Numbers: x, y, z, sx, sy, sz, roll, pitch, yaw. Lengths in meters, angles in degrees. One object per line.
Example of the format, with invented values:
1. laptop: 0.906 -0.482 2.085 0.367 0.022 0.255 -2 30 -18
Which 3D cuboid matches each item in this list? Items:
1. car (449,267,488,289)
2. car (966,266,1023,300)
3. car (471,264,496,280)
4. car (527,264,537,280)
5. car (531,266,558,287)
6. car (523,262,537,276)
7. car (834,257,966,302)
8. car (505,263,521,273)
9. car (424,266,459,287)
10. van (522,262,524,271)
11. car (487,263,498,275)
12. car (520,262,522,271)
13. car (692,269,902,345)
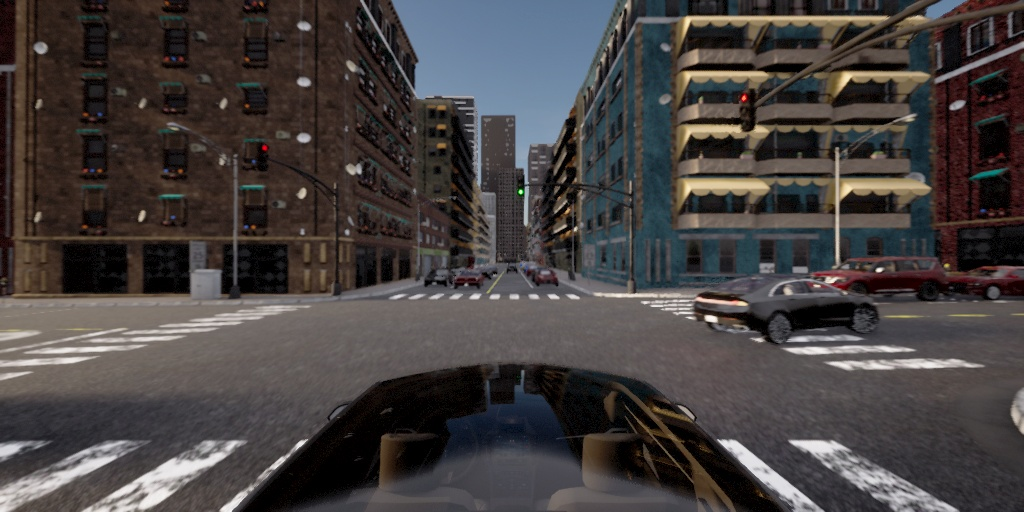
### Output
1. car: -3.092 1.677 26.468 1.895 1.301 4.718 0 -1 0
2. car: 21.345 1.115 15.654 4.507 1.381 1.888 0 0 0
3. car: -3.083 1.835 38.125 1.895 1.301 4.718 0 -1 0
4. car: 2.693 1.744 33.974 1.948 1.339 4.313 0 0 0
5. car: 2.693 1.685 28.451 1.802 1.307 4.207 0 0 0
6. car: 2.695 1.873 45.019 1.888 1.381 4.507 0 0 0
7. car: 15.774 0.965 15.614 5.009 1.841 2.192 0 0 0
8. car: 0.006 2.003 57.497 1.837 1.490 4.892 0 -1 0
9. car: -5.689 1.669 28.464 1.948 1.339 4.313 0 0 0
10. van: 2.695 1.744 50.542 1.690 1.789 3.998 0 0 0
11. car: -3.034 1.972 52.076 2.033 1.411 5.357 0 -1 1
12. car: 2.696 2.045 56.065 1.948 1.339 4.313 0 0 0
13. car: 7.163 1.260 9.425 4.902 1.511 2.128 -1 -1 -17
